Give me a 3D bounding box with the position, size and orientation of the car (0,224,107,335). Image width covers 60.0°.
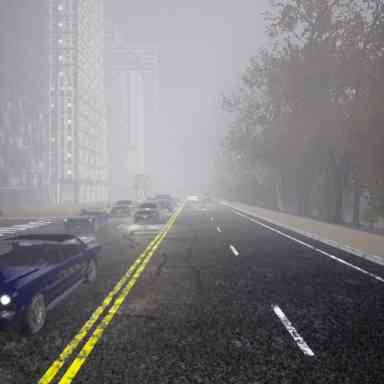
[{"bbox_3d":[-3.352,1.602,6.823,1.895,1.301,4.718,0,0,0],"label":"car"}]

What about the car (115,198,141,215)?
[{"bbox_3d":[-6.595,1.521,32.584,1.837,1.490,4.892,0,0,0],"label":"car"}]

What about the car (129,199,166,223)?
[{"bbox_3d":[-3.350,1.551,26.090,1.837,1.490,4.892,0,0,0],"label":"car"}]

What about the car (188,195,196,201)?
[{"bbox_3d":[0.017,1.458,80.106,2.033,1.411,5.357,0,0,0],"label":"car"}]

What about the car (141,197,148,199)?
[{"bbox_3d":[-6.589,1.507,42.082,2.128,1.511,4.902,0,0,0],"label":"car"}]

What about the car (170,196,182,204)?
[{"bbox_3d":[-3.249,1.595,67.533,1.994,1.385,4.181,0,0,2],"label":"car"}]

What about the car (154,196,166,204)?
[{"bbox_3d":[-6.503,1.536,67.866,1.837,1.490,4.892,0,0,0],"label":"car"}]

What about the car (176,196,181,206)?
[{"bbox_3d":[-3.330,1.511,52.371,2.128,1.511,4.902,0,0,0],"label":"car"}]

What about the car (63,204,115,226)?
[{"bbox_3d":[-6.618,1.702,21.448,1.895,1.301,4.718,-1,0,0],"label":"car"}]

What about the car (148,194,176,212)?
[{"bbox_3d":[-3.342,1.234,38.415,2.150,2.045,5.566,0,0,0],"label":"car"}]

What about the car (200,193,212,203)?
[{"bbox_3d":[3.263,1.548,69.712,2.128,1.511,4.902,0,0,0],"label":"car"}]

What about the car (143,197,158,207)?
[{"bbox_3d":[-6.593,1.547,53.180,1.812,1.442,4.674,0,0,0],"label":"car"}]

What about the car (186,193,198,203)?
[{"bbox_3d":[0.014,1.248,69.743,2.150,2.045,5.566,0,0,0],"label":"car"}]

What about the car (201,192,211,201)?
[{"bbox_3d":[3.267,1.143,80.135,2.150,2.045,5.566,0,0,0],"label":"car"}]
